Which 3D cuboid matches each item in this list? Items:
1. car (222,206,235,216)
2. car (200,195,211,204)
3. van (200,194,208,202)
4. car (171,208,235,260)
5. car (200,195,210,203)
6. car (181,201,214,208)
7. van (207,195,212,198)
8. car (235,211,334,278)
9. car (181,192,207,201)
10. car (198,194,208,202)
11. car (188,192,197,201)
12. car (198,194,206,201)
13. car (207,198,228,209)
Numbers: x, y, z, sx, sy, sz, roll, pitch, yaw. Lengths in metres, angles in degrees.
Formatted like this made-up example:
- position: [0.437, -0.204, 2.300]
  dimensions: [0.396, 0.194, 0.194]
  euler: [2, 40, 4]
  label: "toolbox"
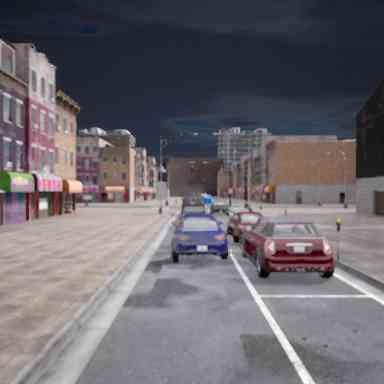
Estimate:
- position: [2.645, 1.569, 15.805]
  dimensions: [1.802, 1.307, 4.206]
  euler: [0, 0, 0]
  label: "car"
- position: [2.669, 1.477, 65.321]
  dimensions: [1.967, 1.590, 4.097]
  euler: [0, 0, 0]
  label: "car"
- position: [2.674, 1.397, 76.272]
  dimensions: [1.690, 1.788, 3.998]
  euler: [0, 0, 0]
  label: "van"
- position: [0.203, 1.515, 12.226]
  dimensions: [1.812, 1.442, 4.674]
  euler: [0, 0, -3]
  label: "car"
- position: [2.672, 1.486, 70.796]
  dimensions: [1.967, 1.590, 4.097]
  euler: [0, 0, 0]
  label: "car"
- position: [0.102, 1.533, 21.981]
  dimensions: [2.033, 1.411, 5.357]
  euler: [0, 0, 0]
  label: "car"
- position: [2.666, 1.369, 59.846]
  dimensions: [1.690, 1.788, 3.998]
  euler: [0, 0, 0]
  label: "van"
- position: [2.642, 1.431, 10.125]
  dimensions: [1.967, 1.590, 4.097]
  euler: [0, 0, 0]
  label: "car"
- position: [0.089, 1.213, 32.329]
  dimensions: [2.150, 2.045, 5.566]
  euler: [0, 0, 1]
  label: "car"
- position: [2.676, 1.382, 81.745]
  dimensions: [2.192, 1.841, 5.009]
  euler: [0, 0, 0]
  label: "car"
- position: [0.044, 1.114, 84.919]
  dimensions: [2.150, 2.045, 5.566]
  euler: [0, 0, 0]
  label: "car"
- position: [2.683, 1.405, 92.698]
  dimensions: [2.192, 1.841, 5.009]
  euler: [0, 0, 0]
  label: "car"
- position: [2.653, 1.543, 32.843]
  dimensions: [2.008, 1.369, 4.403]
  euler: [0, 0, 0]
  label: "car"
